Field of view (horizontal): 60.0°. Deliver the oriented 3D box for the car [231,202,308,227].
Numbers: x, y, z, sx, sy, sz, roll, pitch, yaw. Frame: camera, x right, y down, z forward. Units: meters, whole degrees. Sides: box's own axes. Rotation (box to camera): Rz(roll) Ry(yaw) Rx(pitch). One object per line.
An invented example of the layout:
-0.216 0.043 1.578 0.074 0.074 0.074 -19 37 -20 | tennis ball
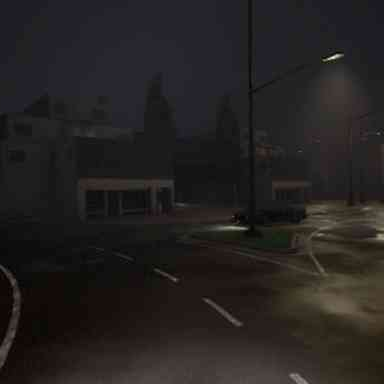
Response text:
5.093 1.375 21.411 5.357 1.411 2.033 -1 0 -30 | car
